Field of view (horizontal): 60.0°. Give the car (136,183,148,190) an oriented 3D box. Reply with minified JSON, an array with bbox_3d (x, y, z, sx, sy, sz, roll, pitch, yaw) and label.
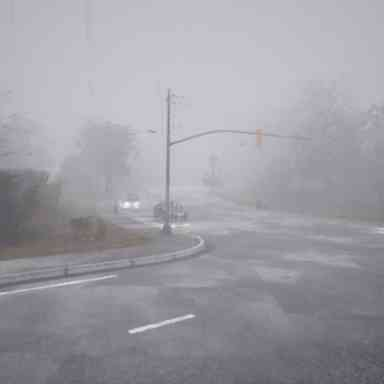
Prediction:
[{"bbox_3d":[-11.352,-1.123,76.007,2.150,2.045,5.566,1,3,1],"label":"car"}]

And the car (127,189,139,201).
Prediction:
[{"bbox_3d":[-9.171,0.712,51.511,1.895,1.301,4.718,1,3,-11],"label":"car"}]

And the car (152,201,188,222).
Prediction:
[{"bbox_3d":[-1.847,1.532,27.070,2.128,1.511,4.902,1,1,-23],"label":"car"}]
